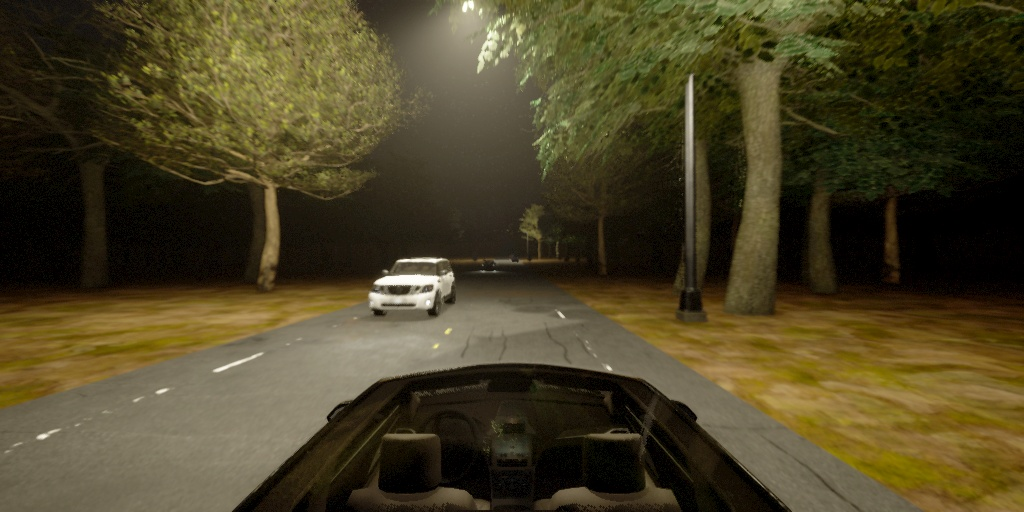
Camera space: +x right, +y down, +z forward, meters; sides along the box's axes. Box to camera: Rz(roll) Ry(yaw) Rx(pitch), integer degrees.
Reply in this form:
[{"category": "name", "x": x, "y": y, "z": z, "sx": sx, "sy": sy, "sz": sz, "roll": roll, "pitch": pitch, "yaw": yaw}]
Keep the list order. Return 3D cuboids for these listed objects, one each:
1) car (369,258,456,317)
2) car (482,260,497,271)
[{"category": "car", "x": -3.605, "y": 1.082, "z": 14.092, "sx": 2.150, "sy": 2.045, "sz": 5.566, "roll": 0, "pitch": 0, "yaw": 0}, {"category": "car", "x": -3.563, "y": 1.399, "z": 56.469, "sx": 2.097, "sy": 1.767, "sz": 4.553, "roll": 0, "pitch": 0, "yaw": 1}]
